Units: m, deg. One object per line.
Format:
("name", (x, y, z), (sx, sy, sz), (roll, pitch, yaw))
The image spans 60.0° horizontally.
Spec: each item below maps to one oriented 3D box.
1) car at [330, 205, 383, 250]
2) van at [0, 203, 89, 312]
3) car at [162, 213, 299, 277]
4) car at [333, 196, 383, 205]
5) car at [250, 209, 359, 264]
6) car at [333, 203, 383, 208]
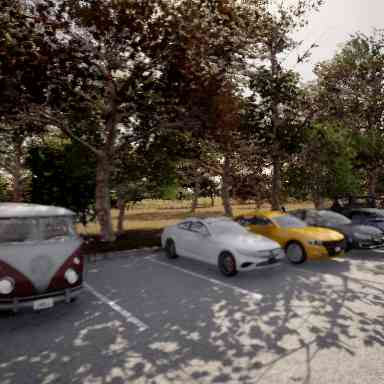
("car", (5.281, 1.476, 13.822), (2.231, 1.521, 4.892), (0, 0, -35))
("van", (-3.722, 1.254, 7.260), (1.878, 1.987, 4.442), (0, 0, -35))
("car", (0.745, 1.519, 10.588), (2.002, 1.452, 4.674), (0, 0, -35))
("car", (9.838, 1.220, 17.025), (2.435, 2.045, 5.566), (0, 0, -35))
("car", (3.013, 1.477, 12.206), (2.097, 1.535, 5.008), (0, 0, -35))
("car", (7.535, 1.503, 15.454), (2.163, 1.488, 4.792), (0, 0, -35))
